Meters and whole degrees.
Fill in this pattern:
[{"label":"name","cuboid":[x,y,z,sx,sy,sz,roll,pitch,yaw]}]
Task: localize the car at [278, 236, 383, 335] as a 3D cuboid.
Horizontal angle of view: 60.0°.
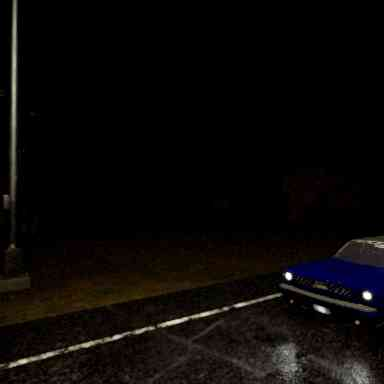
[{"label":"car","cuboid":[3.945,1.653,6.808,4.718,1.301,1.895,1,0,-36]}]
